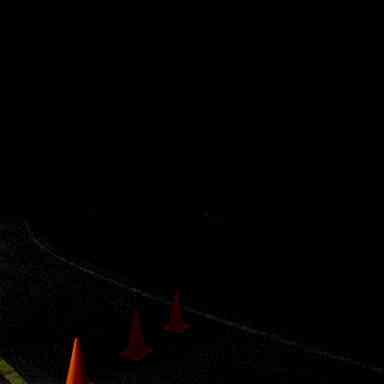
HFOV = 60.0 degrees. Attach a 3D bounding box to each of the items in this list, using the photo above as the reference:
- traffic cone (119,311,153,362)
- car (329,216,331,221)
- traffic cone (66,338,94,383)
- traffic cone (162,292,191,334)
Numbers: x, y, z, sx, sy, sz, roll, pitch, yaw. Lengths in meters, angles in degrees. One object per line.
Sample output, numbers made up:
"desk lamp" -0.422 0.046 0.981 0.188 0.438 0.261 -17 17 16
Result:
"traffic cone" -0.770 1.938 4.597 0.340 0.580 0.340 1 1 32
"car" 35.635 6.632 82.729 1.851 1.617 3.988 -4 -3 4
"traffic cone" -1.290 1.945 3.746 0.340 0.580 0.340 1 1 31
"traffic cone" -0.251 1.931 5.447 0.340 0.580 0.340 1 1 31
